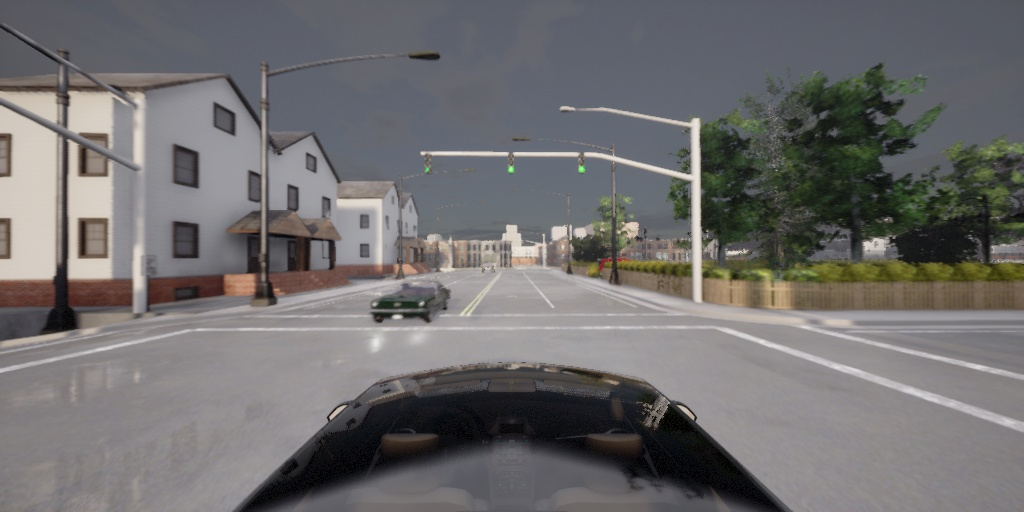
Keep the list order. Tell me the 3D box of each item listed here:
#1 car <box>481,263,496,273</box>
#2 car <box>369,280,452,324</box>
[{"bbox_3d":[-3.485,1.739,53.763,1.812,1.442,4.674,0,-1,0],"label":"car"},{"bbox_3d":[-3.500,1.568,13.169,1.895,1.301,4.718,0,0,0],"label":"car"}]
